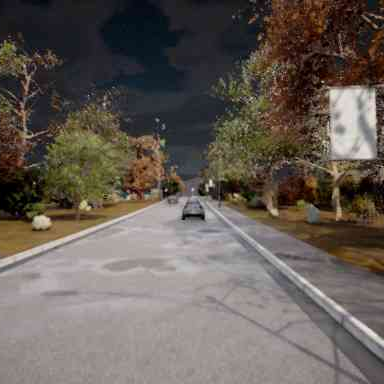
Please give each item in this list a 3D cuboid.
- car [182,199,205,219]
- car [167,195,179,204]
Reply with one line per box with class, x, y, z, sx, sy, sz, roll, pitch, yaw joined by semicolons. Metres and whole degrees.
car;0.116;1.600;29.363;1.994;1.385;4.181;0;0;0
car;-3.262;1.350;57.810;1.837;1.490;4.892;0;1;1
